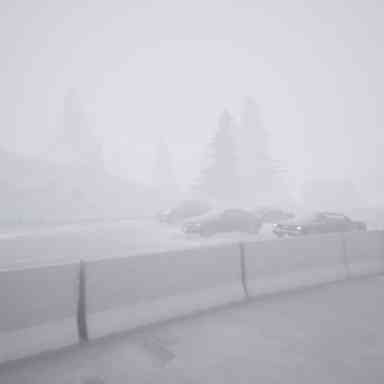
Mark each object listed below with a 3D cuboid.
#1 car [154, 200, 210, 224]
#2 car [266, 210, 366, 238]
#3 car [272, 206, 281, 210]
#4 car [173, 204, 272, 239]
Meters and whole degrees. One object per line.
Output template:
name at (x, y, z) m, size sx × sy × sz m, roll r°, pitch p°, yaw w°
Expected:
car at (-0.470, 1.352, 24.219) m, size 4.553 × 1.767 × 2.097 m, roll 0°, pitch 0°, yaw -30°
car at (6.102, 1.641, 15.963) m, size 4.718 × 1.301 × 1.895 m, roll 0°, pitch 0°, yaw -30°
car at (4.855, 1.634, 23.274) m, size 4.718 × 1.301 × 1.895 m, roll 0°, pitch 0°, yaw -29°
car at (1.657, 1.538, 17.367) m, size 4.674 × 1.442 × 1.812 m, roll 0°, pitch 0°, yaw -31°
